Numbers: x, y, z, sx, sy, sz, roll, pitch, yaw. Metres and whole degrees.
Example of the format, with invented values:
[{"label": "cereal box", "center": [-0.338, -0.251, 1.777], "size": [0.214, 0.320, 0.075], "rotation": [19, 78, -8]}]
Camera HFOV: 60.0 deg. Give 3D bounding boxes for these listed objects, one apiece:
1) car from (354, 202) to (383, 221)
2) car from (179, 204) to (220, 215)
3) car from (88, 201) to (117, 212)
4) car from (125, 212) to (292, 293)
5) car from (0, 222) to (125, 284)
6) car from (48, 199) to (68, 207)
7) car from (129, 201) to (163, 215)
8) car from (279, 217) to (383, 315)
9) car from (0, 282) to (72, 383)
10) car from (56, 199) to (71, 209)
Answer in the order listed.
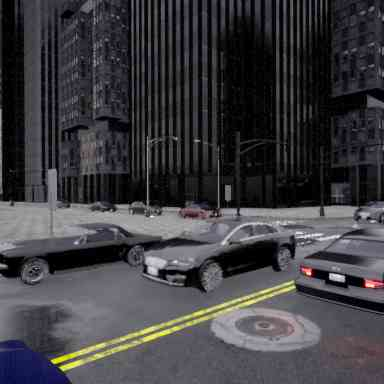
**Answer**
[{"label": "car", "center": [13.922, 1.499, 25.015], "size": [4.902, 1.511, 2.128], "rotation": [0, 0, -42]}, {"label": "car", "center": [0.704, 1.751, 29.936], "size": [1.994, 1.385, 4.181], "rotation": [0, 0, -43]}, {"label": "car", "center": [-11.929, 1.930, 44.086], "size": [2.033, 1.411, 5.357], "rotation": [0, 0, -42]}, {"label": "car", "center": [0.946, 1.492, 9.031], "size": [4.902, 1.511, 2.128], "rotation": [0, 0, -42]}, {"label": "car", "center": [-3.220, 1.600, 9.663], "size": [4.718, 1.301, 1.895], "rotation": [0, 0, -42]}, {"label": "car", "center": [-26.093, 2.125, 64.721], "size": [1.882, 1.535, 5.008], "rotation": [0, 0, -42]}, {"label": "car", "center": [-5.140, 1.782, 36.481], "size": [1.837, 1.490, 4.892], "rotation": [0, 0, -42]}, {"label": "car", "center": [4.406, 1.547, 7.498], "size": [5.357, 1.411, 2.033], "rotation": [0, 0, -42]}, {"label": "car", "center": [-2.685, 1.601, 1.148], "size": [4.718, 1.301, 1.895], "rotation": [0, 0, -42]}, {"label": "car", "center": [-21.812, 2.055, 55.268], "size": [1.837, 1.490, 4.892], "rotation": [0, -1, -42]}]
